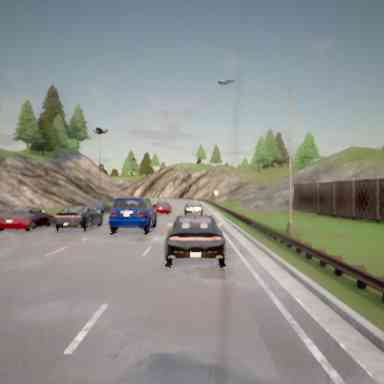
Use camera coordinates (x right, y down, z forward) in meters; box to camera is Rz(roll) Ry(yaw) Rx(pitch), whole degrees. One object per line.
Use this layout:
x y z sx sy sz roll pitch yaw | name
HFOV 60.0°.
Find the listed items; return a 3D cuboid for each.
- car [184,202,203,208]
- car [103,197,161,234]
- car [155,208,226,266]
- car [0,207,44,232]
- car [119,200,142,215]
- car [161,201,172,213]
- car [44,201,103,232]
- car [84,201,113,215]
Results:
0.176 1.733 34.899 1.895 1.301 4.718 0 0 0 | car
-3.390 1.297 19.923 2.150 2.045 5.566 0 0 0 | car
0.104 1.536 11.653 2.128 1.511 4.902 0 0 0 | car
-10.389 1.644 20.980 1.994 1.385 4.181 0 0 0 | car
-6.832 1.668 37.494 1.812 1.442 4.674 0 0 0 | car
-3.320 1.704 37.099 1.994 1.385 4.181 0 0 0 | car
-6.889 1.570 20.619 2.128 1.511 4.902 0 0 0 | car
-10.319 1.704 37.057 1.994 1.385 4.181 0 0 0 | car
